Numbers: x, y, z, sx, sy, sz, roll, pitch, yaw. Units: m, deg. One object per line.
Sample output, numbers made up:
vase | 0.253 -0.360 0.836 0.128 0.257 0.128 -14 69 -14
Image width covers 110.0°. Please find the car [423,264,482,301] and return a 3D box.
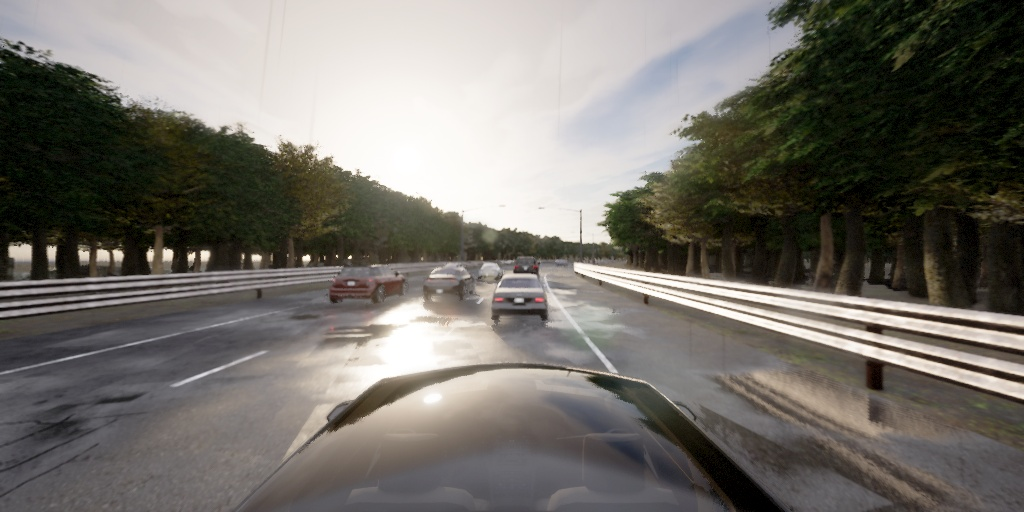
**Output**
car | -3.017 1.310 17.874 2.128 1.511 4.902 0 0 2

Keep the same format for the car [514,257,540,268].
car | 1.326 1.118 32.012 2.150 2.045 5.566 0 0 4

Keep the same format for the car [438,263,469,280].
car | -5.508 1.431 34.124 1.812 1.442 4.674 0 0 5

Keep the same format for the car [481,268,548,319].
car | 0.291 1.346 12.930 2.033 1.411 5.357 0 0 2

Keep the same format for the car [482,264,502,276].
car | -2.017 1.432 34.005 1.812 1.442 4.674 0 0 5

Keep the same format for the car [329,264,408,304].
car | -6.554 1.164 16.935 2.097 1.767 4.553 0 0 2
